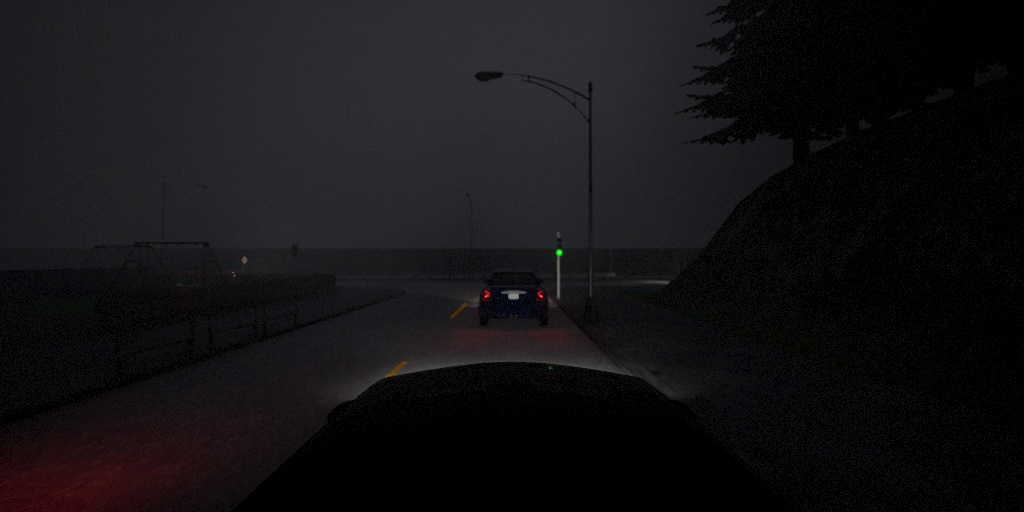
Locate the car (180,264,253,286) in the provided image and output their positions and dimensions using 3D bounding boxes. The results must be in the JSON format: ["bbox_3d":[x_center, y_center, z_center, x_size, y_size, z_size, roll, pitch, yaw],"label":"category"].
[{"bbox_3d":[-22.919,1.398,27.980,4.553,1.767,2.097,0,-1,0],"label":"car"}]

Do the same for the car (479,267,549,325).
[{"bbox_3d":[0.060,1.224,12.527,2.097,1.767,4.553,0,-1,0],"label":"car"}]

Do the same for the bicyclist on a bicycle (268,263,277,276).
[{"bbox_3d":[-24.285,1.489,36.377,0.582,1.620,1.656,0,0,0],"label":"bicyclist on a bicycle"}]

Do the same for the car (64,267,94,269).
[{"bbox_3d":[-33.413,1.572,27.978,4.674,1.442,1.812,0,-1,0],"label":"car"}]
